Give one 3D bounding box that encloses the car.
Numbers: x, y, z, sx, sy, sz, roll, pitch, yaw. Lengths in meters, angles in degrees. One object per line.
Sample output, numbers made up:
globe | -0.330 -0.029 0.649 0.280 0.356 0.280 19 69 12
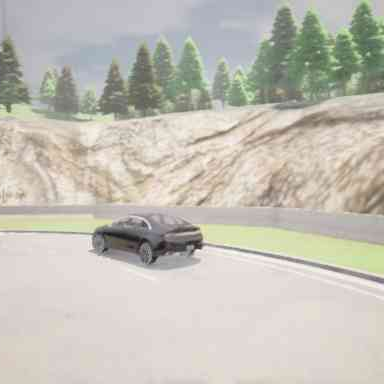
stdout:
car | -1.744 1.484 11.773 2.128 1.511 4.902 0 0 -44
